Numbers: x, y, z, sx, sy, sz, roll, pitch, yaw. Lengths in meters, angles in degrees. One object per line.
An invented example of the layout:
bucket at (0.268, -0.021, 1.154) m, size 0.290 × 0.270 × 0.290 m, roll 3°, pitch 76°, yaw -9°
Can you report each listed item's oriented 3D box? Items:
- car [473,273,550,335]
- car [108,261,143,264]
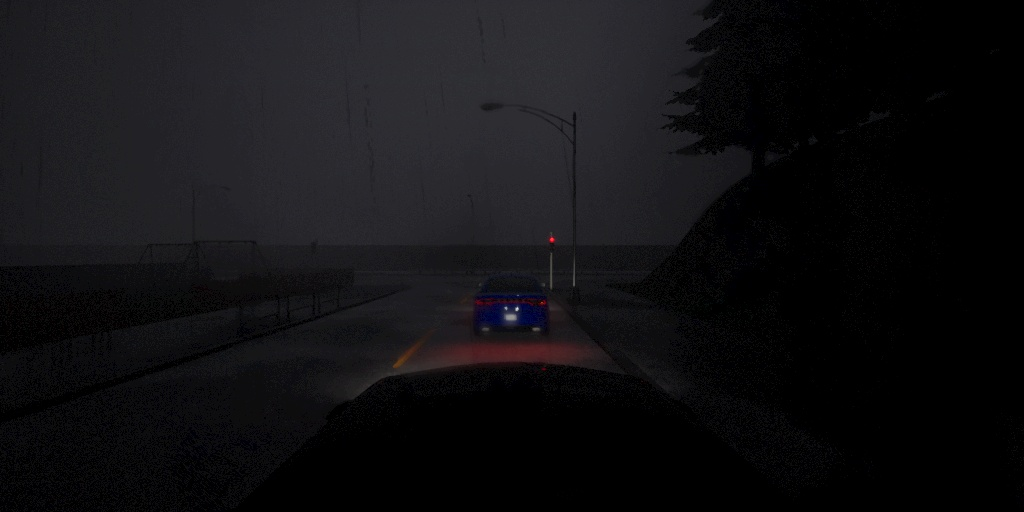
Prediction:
car at (-0.004, 1.225, 10.492) m, size 1.882 × 1.535 × 5.008 m, roll 0°, pitch 0°, yaw 0°
car at (-32.529, 1.219, 30.528) m, size 5.008 × 1.535 × 1.882 m, roll 0°, pitch 0°, yaw 0°
